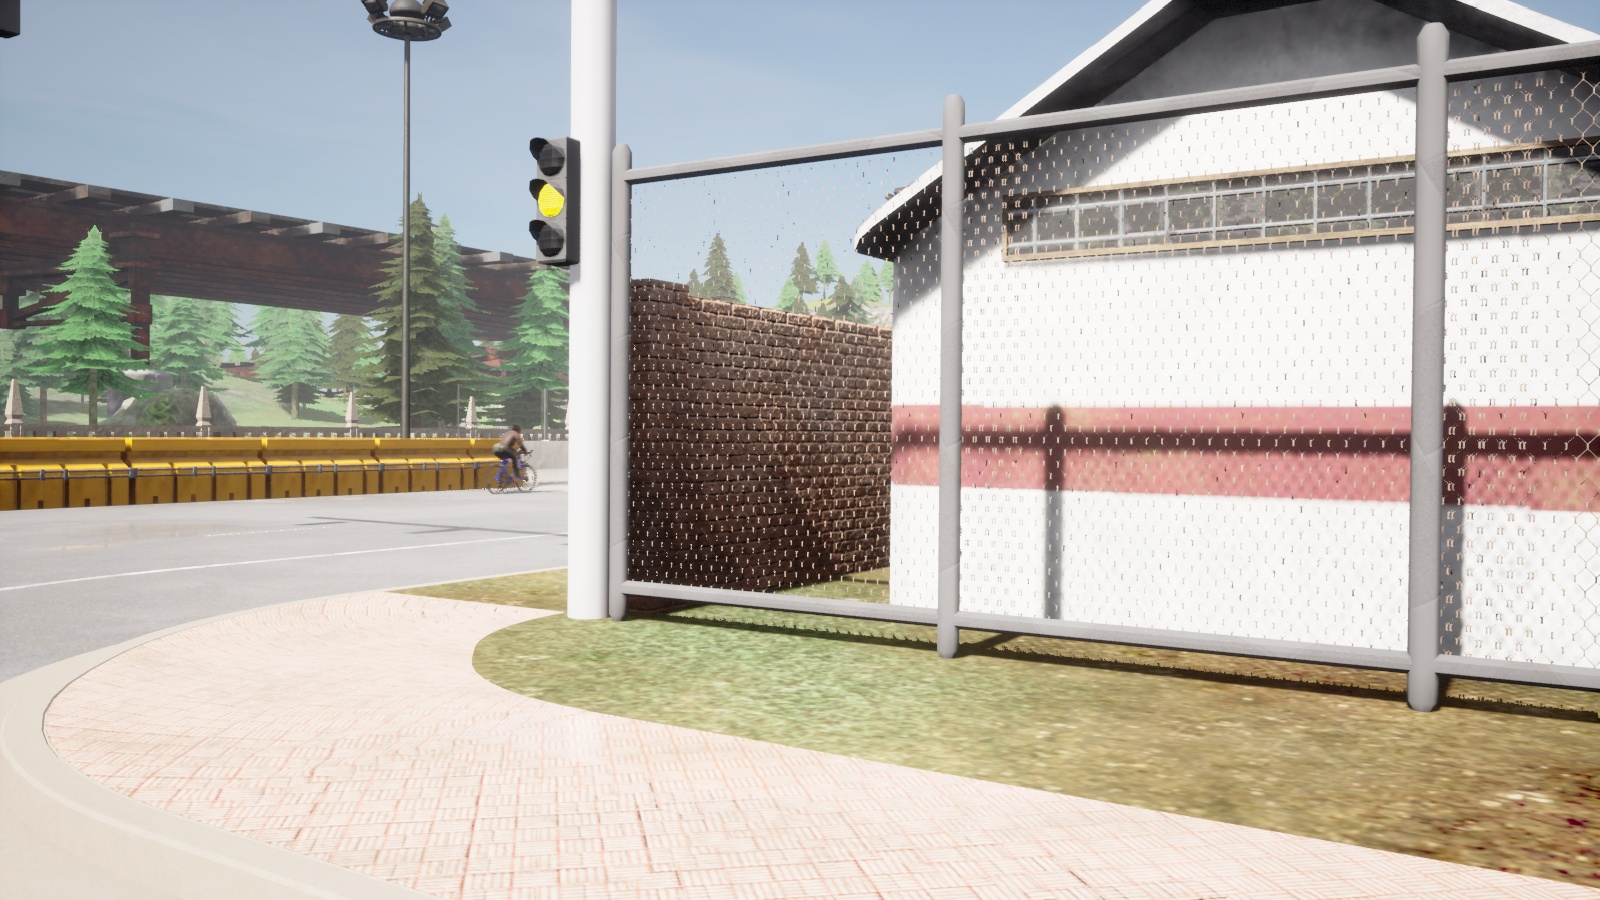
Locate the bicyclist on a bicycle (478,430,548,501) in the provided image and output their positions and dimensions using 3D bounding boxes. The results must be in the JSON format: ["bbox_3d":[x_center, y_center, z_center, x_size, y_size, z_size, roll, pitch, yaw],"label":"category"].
[{"bbox_3d":[-6.692,0.344,29.324,0.582,1.620,1.656,0,1,32],"label":"bicyclist on a bicycle"}]
